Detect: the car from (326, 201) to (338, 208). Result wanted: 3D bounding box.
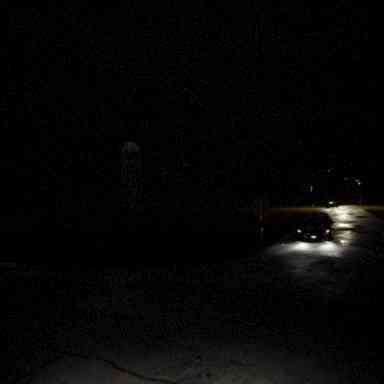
[{"bbox_3d":[26.182,2.436,62.100,1.994,1.385,4.181,-3,-2,24],"label":"car"}]

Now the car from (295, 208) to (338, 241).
[{"bbox_3d":[7.118,1.882,19.043,2.033,1.411,5.357,-3,-2,24],"label":"car"}]
